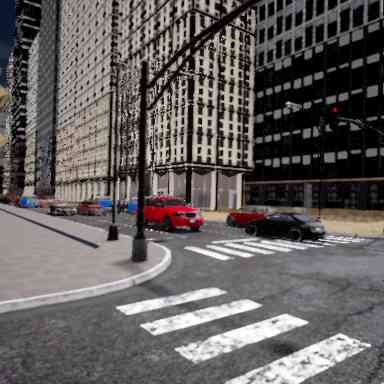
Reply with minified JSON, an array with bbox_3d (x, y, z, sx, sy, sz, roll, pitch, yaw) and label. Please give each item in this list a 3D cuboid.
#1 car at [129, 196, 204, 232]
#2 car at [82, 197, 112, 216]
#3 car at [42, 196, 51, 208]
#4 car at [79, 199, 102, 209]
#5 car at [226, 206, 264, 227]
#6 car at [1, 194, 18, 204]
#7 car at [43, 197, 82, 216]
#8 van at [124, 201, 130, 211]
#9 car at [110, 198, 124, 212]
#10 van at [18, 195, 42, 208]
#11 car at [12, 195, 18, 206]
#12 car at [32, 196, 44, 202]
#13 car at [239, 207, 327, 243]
[{"bbox_3d":[-1.562,1.278,20.930,2.150,2.045,5.566,2,-1,-35],"label":"car"},{"bbox_3d":[-9.936,1.563,32.732,1.812,1.442,4.674,2,-1,-35],"label":"car"},{"bbox_3d":[-21.126,1.400,48.684,2.097,1.767,4.553,2,-1,-35],"label":"car"},{"bbox_3d":[-15.414,1.754,50.453,1.947,1.339,4.313,2,-1,-35],"label":"car"},{"bbox_3d":[4.196,1.670,22.811,1.967,1.590,4.097,2,-1,-35],"label":"car"},{"bbox_3d":[-32.044,1.241,59.433,2.192,1.841,5.009,2,-1,-35],"label":"car"},{"bbox_3d":[-12.443,1.510,31.785,2.008,1.369,4.403,2,-1,-35],"label":"car"},{"bbox_3d":[-5.605,1.548,36.635,1.690,1.788,3.998,2,-1,-35],"label":"van"},{"bbox_3d":[-8.878,1.751,41.239,2.008,1.369,4.403,2,-1,-35],"label":"car"},{"bbox_3d":[-22.241,1.282,45.611,1.690,1.788,3.998,2,-1,-35],"label":"van"},{"bbox_3d":[-25.515,1.517,50.214,1.802,1.307,4.206,2,-1,-35],"label":"car"},{"bbox_3d":[-38.289,1.742,82.704,1.802,1.307,4.206,2,-1,-35],"label":"car"},{"bbox_3d":[4.789,1.732,17.350,1.994,1.385,4.181,2,-1,-37],"label":"car"}]
